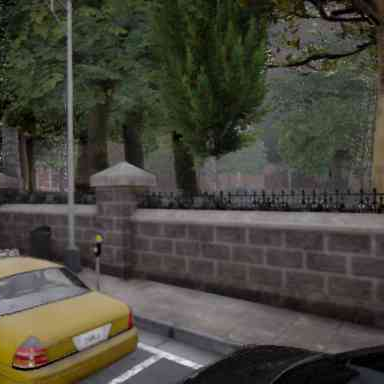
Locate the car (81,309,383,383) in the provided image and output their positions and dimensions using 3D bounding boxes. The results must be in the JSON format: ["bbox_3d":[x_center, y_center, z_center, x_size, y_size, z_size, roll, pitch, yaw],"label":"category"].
[{"bbox_3d":[1.625,1.566,1.664,4.313,1.339,1.947,0,-1,36],"label":"car"}]

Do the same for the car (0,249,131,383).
[{"bbox_3d":[-2.950,1.530,4.927,4.829,1.417,1.752,0,-1,36],"label":"car"}]
